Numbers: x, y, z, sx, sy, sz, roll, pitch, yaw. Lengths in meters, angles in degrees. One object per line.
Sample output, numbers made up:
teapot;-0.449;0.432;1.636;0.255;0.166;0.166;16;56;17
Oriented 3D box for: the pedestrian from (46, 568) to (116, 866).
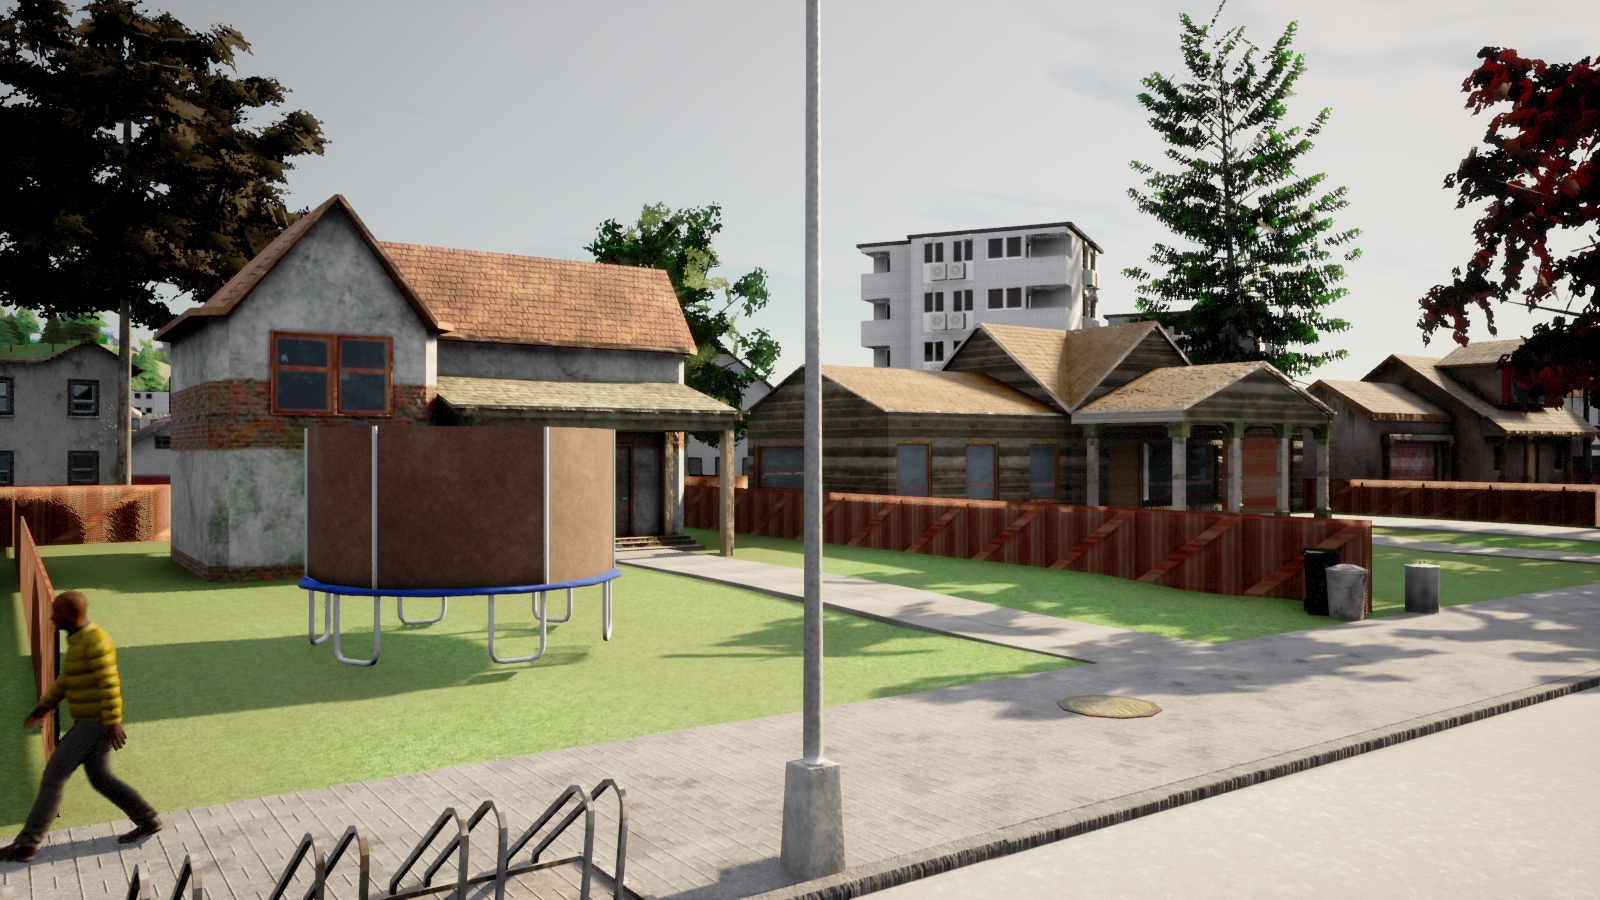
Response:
pedestrian;-4.785;1.744;7.605;0.375;1.860;0.375;0;0;-35
